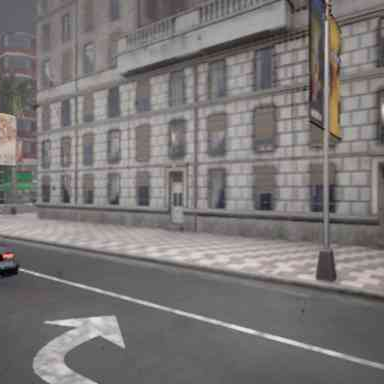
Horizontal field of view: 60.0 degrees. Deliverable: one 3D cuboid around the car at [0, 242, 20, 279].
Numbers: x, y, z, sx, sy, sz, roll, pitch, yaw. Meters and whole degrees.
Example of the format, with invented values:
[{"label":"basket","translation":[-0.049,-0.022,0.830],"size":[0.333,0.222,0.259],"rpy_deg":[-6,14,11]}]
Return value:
[{"label":"car","translation":[-6.561,1.524,8.599],"size":[5.357,1.411,2.033],"rpy_deg":[0,0,36]}]
